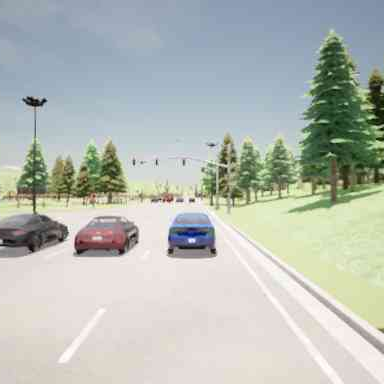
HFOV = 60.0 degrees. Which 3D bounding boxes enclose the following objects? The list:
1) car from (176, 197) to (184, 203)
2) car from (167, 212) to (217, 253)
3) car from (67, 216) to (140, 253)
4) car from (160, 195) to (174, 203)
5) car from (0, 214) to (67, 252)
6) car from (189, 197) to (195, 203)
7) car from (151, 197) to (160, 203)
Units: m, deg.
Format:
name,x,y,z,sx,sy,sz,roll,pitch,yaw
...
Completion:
name,x,y,z,sx,sy,sz,roll,pitch,yaw
car,-3.510,2.235,95.131,2.097,1.767,4.553,0,-1,0
car,0.006,1.614,14.488,1.882,1.535,5.008,0,0,0
car,-3.495,1.699,14.277,1.994,1.385,4.181,0,0,0
car,-7.010,2.086,94.809,2.150,2.045,5.566,0,-1,0
car,-6.994,1.661,14.394,1.812,1.442,4.674,0,0,0
car,-0.010,2.360,95.194,1.882,1.535,5.008,0,-1,0
car,-10.510,2.361,94.776,1.837,1.490,4.892,0,-1,0
